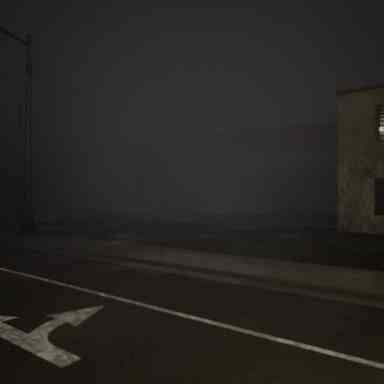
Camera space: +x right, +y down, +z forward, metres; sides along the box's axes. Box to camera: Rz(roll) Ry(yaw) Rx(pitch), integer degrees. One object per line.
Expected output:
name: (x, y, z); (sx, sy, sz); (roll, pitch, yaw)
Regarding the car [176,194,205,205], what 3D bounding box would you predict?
car: (-0.214, 1.411, 64.727); (5.566, 2.045, 2.150); (1, 0, -17)
